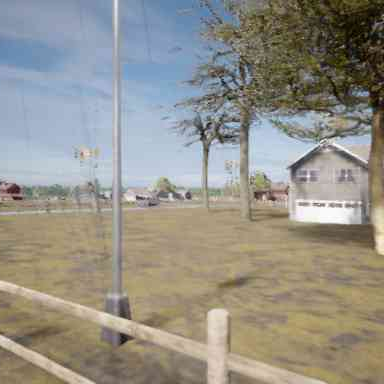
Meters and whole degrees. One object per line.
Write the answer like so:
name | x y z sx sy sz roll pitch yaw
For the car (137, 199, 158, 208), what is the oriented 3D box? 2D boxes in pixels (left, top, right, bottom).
car | -8.777 2.240 66.180 2.097 1.767 4.553 1 0 36
